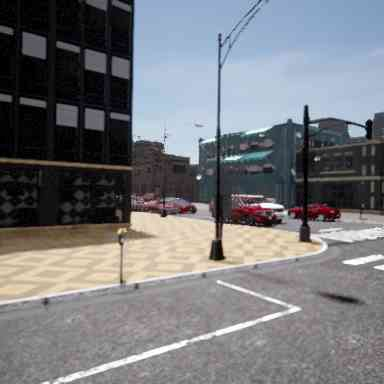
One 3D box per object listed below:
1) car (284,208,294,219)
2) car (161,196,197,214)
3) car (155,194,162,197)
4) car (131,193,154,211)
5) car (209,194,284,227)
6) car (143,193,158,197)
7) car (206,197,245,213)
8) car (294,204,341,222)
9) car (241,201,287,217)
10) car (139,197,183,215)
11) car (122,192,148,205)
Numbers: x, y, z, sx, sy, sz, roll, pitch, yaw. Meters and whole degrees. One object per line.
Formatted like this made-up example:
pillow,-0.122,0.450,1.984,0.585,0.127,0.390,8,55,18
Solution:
car,4.683,1.240,25.839,2.150,2.045,5.566,1,0,-36
car,-1.276,1.458,33.948,1.994,1.385,4.181,1,0,-36
car,-2.898,1.412,45.955,2.008,1.369,4.403,2,-1,-36
car,-6.366,1.225,36.525,1.967,1.590,4.097,2,-1,-36
car,3.484,1.307,23.114,2.192,1.841,5.009,2,-1,-36
car,-6.172,1.104,50.427,2.192,1.841,5.009,2,-1,-36
car,3.668,1.442,37.015,1.967,1.590,4.097,2,-1,-36
car,10.229,1.684,28.072,1.887,1.381,4.507,2,-1,-36
car,6.947,1.653,32.541,1.802,1.307,4.206,2,-1,-36
car,-3.089,1.436,32.054,1.802,1.307,4.206,2,-1,-36
car,-9.456,1.031,54.899,2.192,1.841,5.009,2,-1,-36
